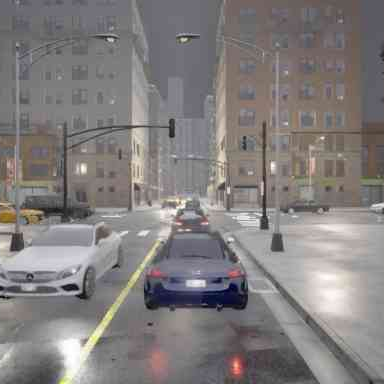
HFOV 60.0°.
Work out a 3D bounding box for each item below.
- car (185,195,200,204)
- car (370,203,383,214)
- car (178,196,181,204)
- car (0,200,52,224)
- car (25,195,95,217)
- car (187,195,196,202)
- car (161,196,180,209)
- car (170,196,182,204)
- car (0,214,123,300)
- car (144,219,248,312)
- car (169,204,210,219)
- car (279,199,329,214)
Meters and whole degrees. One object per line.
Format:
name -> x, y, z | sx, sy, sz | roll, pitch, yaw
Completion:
car -> 0.090, 1.509, 45.329 | 2.128, 1.511, 4.902 | 0, 0, 0
car -> 20.442, 1.439, 33.372 | 4.674, 1.442, 1.812 | 0, 0, 0
car -> -3.098, 1.505, 55.140 | 1.882, 1.535, 5.008 | 0, 0, 0
car -> -12.842, 1.520, 23.131 | 5.008, 1.535, 1.882 | 0, 0, 2
car -> -10.718, 1.254, 26.749 | 5.566, 2.045, 2.150 | 0, 0, -5
car -> -0.073, 1.528, 76.509 | 1.882, 1.535, 5.008 | 0, 0, 0
car -> -3.072, 1.618, 44.848 | 1.895, 1.301, 4.718 | 0, 0, 0
car -> -3.074, 1.587, 65.778 | 2.033, 1.411, 5.357 | 0, 0, 1
car -> -3.024, 1.525, 8.550 | 1.812, 1.442, 4.674 | 0, 0, 1
car -> 0.084, 1.564, 7.807 | 1.994, 1.385, 4.181 | 0, 0, 0
car -> -0.085, 1.525, 16.551 | 1.812, 1.442, 4.674 | 0, 0, -1
car -> 11.161, 1.450, 33.319 | 4.892, 1.490, 1.837 | 0, 0, 0
